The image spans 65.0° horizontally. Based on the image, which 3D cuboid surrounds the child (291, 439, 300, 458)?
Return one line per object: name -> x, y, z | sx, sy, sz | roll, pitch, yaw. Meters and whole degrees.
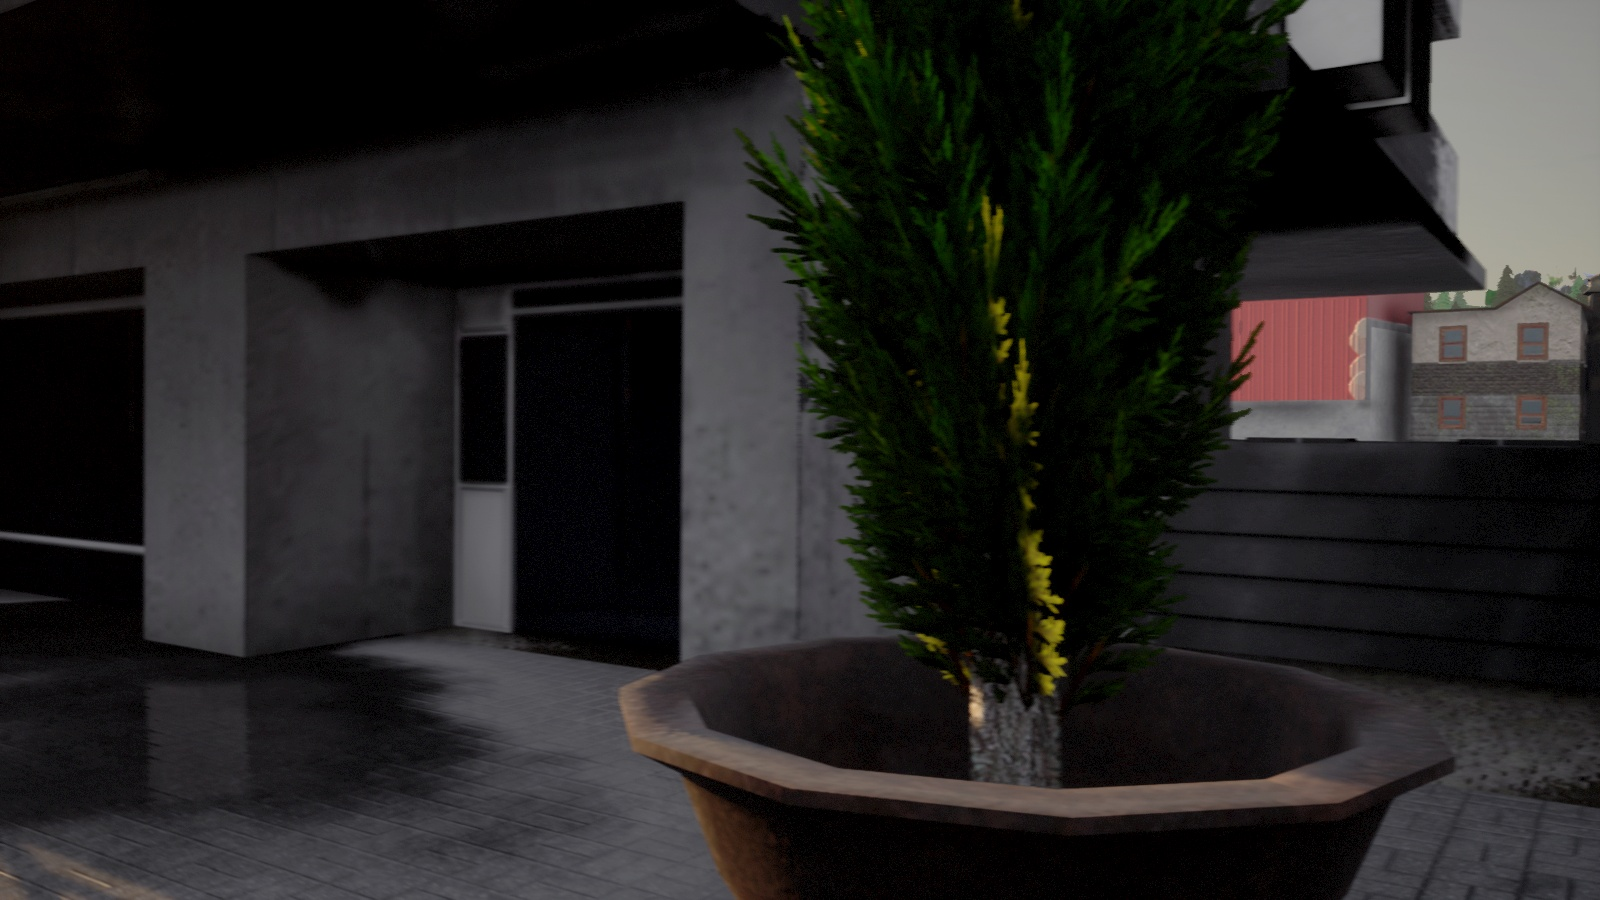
child -> -33.256, -0.107, 82.747 | 0.270, 1.263, 0.437 | 0, 1, 32
